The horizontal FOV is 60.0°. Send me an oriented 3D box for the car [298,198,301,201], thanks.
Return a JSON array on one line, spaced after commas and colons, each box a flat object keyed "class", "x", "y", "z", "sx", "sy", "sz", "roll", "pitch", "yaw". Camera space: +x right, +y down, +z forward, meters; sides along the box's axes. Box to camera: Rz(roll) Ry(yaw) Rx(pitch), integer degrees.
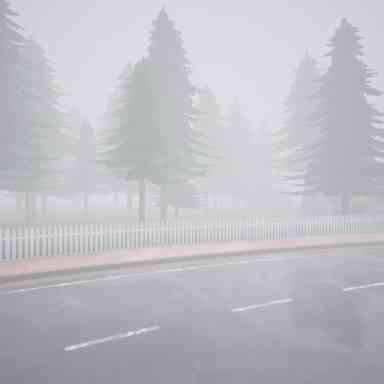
[{"class": "car", "x": 20.868, "y": 1.548, "z": 60.208, "sx": 2.128, "sy": 1.511, "sz": 4.902, "roll": 0, "pitch": 0, "yaw": -3}]
